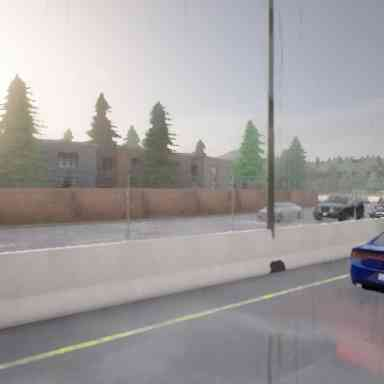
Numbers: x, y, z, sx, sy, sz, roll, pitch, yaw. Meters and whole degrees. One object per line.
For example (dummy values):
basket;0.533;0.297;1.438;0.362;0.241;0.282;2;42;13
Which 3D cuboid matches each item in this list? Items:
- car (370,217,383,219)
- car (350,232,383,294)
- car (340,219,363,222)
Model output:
car;14.784;1.399;24.494;4.553;1.767;2.097;0;0;-44
car;5.751;1.494;7.865;5.008;1.535;1.882;0;0;-35
car;11.787;1.266;26.398;5.566;2.045;2.150;0;0;-43
